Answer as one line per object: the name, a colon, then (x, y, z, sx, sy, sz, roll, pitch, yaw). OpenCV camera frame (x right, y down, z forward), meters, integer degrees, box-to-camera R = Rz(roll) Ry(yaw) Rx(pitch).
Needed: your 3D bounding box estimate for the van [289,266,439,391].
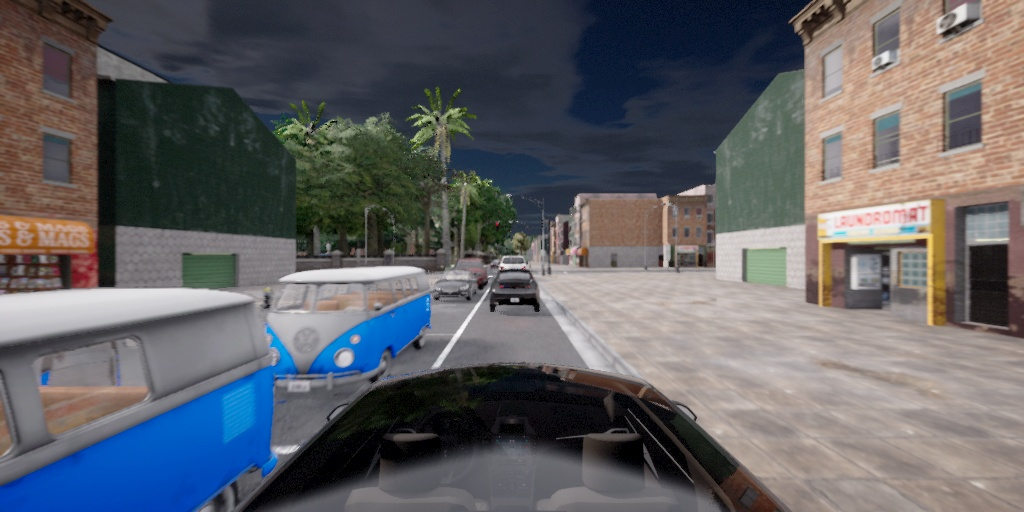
van: (-2.639, 1.093, 6.544, 1.690, 1.789, 3.998, 0, 0, 0)

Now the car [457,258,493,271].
car: (-2.642, 1.080, 22.936, 2.192, 1.841, 5.009, 0, 0, 0)

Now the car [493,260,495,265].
car: (-2.649, 1.328, 61.082, 1.967, 1.591, 4.097, 0, 0, 0)

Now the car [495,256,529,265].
car: (0.094, 0.996, 27.697, 2.150, 2.045, 5.566, 0, 0, 0)

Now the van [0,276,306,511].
van: (-2.638, 1.090, 1.080, 1.690, 1.789, 3.998, 0, 0, 0)

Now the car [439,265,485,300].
car: (-2.641, 1.310, 17.473, 2.007, 1.370, 4.403, 0, 0, 0)

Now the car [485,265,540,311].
car: (0.096, 1.260, 14.491, 1.837, 1.490, 4.892, 0, 0, 0)
